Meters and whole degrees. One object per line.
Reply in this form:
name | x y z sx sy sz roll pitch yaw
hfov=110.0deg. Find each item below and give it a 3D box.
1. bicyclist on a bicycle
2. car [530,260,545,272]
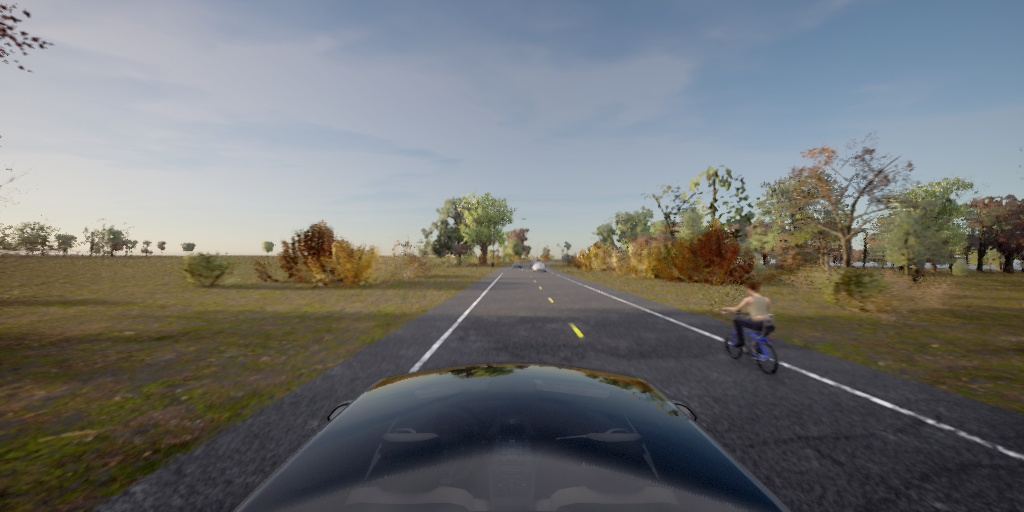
bicyclist on a bicycle | 4.469 1.275 6.751 0.866 1.612 1.509 1 0 1
car | 4.205 1.717 55.979 1.812 1.442 4.674 1 0 1
